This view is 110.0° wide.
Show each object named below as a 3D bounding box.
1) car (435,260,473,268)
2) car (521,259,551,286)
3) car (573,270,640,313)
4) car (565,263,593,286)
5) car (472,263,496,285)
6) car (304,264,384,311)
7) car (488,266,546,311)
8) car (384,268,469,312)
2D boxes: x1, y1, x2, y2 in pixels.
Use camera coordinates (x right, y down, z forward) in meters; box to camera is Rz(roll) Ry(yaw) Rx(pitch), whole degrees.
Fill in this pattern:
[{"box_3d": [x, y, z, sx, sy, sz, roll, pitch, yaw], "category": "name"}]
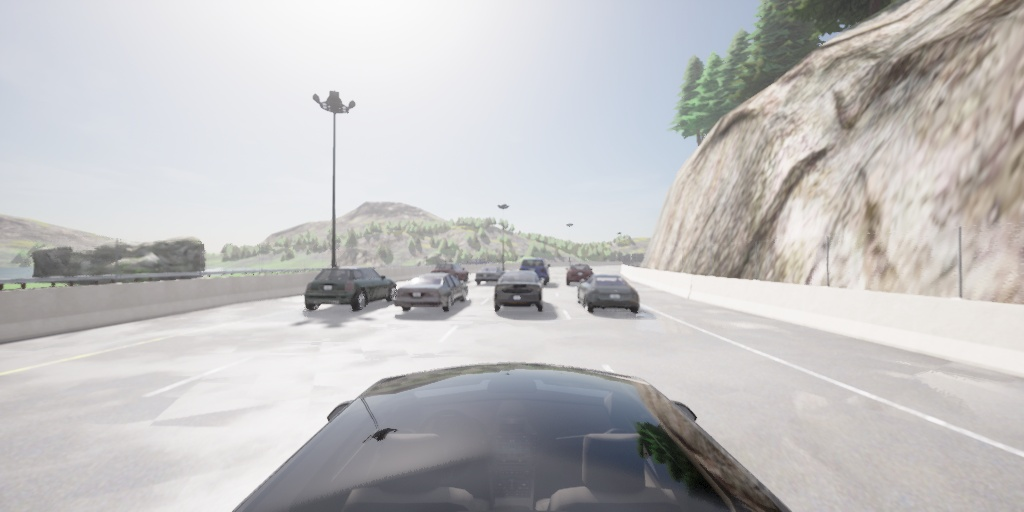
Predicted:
[{"box_3d": [-5.071, 1.357, 29.833, 2.097, 1.767, 4.553, 0, -1, 9], "category": "car"}, {"box_3d": [1.835, 1.220, 28.718, 2.150, 2.045, 5.566, 0, 0, 9], "category": "car"}, {"box_3d": [3.847, 1.441, 14.869, 1.994, 1.385, 4.181, 0, 0, 4], "category": "car"}, {"box_3d": [5.313, 1.352, 28.274, 2.097, 1.767, 4.553, 0, -1, 9], "category": "car"}, {"box_3d": [-1.628, 1.552, 29.222, 2.033, 1.411, 5.357, 0, -1, 9], "category": "car"}, {"box_3d": [-6.648, 1.221, 15.364, 2.097, 1.767, 4.553, 0, -1, 4], "category": "car"}, {"box_3d": [0.372, 1.355, 15.286, 1.882, 1.535, 5.008, 0, 0, 4], "category": "car"}, {"box_3d": [-3.166, 1.419, 15.041, 2.033, 1.411, 5.357, 0, -1, 4], "category": "car"}]
